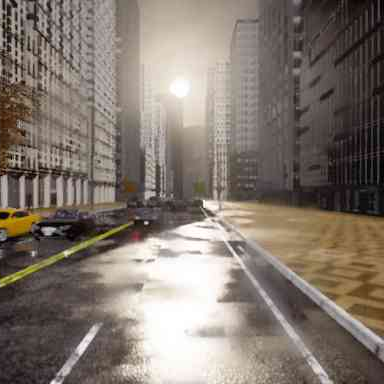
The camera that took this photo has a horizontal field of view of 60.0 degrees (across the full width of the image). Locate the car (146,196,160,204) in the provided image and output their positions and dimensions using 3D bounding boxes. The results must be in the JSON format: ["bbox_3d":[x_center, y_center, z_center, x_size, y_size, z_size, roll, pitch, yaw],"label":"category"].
[{"bbox_3d":[-6.542,1.766,57.941,2.150,2.045,5.566,0,-1,1],"label":"car"}]

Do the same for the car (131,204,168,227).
[{"bbox_3d":[-3.149,1.838,25.147,1.895,1.301,4.718,0,-1,0],"label":"car"}]

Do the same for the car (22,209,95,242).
[{"bbox_3d":[-6.598,1.659,17.678,2.128,1.511,4.902,0,-1,0],"label":"car"}]

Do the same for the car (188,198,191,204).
[{"bbox_3d":[0.004,2.221,82.038,2.033,1.411,5.357,0,-1,0],"label":"car"}]

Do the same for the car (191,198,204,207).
[{"bbox_3d":[1.141,2.096,62.812,1.837,1.490,4.892,0,-1,0],"label":"car"}]

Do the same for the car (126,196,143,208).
[{"bbox_3d":[-9.792,1.761,57.525,2.150,2.045,5.566,0,-1,1],"label":"car"}]

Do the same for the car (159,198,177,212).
[{"bbox_3d":[-3.147,1.941,46.482,1.837,1.490,4.892,0,-1,0],"label":"car"}]

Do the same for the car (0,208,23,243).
[{"bbox_3d":[-9.849,1.642,17.393,1.882,1.535,5.008,0,-1,0],"label":"car"}]
